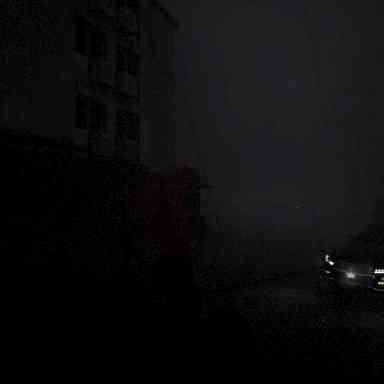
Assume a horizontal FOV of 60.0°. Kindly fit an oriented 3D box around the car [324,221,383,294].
[{"bbox_3d":[5.307,1.505,8.407,4.892,1.490,1.837,0,0,-36],"label":"car"}]

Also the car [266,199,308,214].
[{"bbox_3d":[9.984,1.526,35.329,1.812,1.442,4.674,0,0,-36],"label":"car"}]

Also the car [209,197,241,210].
[{"bbox_3d":[4.254,1.478,43.328,1.882,1.535,5.008,0,0,-36],"label":"car"}]
